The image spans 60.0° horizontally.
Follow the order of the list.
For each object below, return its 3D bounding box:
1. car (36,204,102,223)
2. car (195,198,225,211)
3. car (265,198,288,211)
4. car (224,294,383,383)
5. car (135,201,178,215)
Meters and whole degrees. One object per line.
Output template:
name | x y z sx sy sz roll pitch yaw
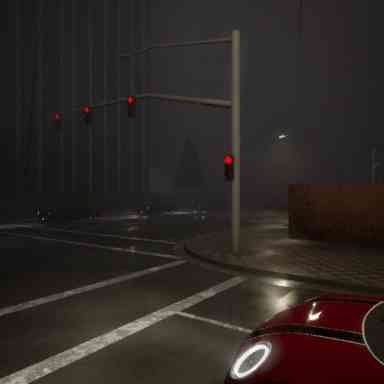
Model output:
car | -9.319 1.601 25.455 1.895 1.301 4.718 0 0 35
car | 2.306 1.491 41.820 2.128 1.511 4.902 0 0 36
car | 10.746 1.492 41.332 2.128 1.511 4.902 0 0 36
car | 2.449 1.352 2.211 4.553 1.767 2.097 0 0 36
car | -3.538 1.601 33.610 1.895 1.301 4.718 0 0 35
